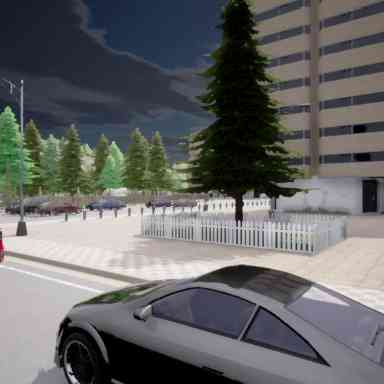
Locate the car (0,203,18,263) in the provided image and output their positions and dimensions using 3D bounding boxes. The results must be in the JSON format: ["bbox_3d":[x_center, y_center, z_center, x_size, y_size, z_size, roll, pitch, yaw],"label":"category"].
[{"bbox_3d":[-7.347,1.225,9.177,5.566,2.045,2.150,0,0,36],"label":"car"}]

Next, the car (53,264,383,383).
[{"bbox_3d":[0.344,1.564,3.746,4.181,1.385,1.994,0,0,35],"label":"car"}]

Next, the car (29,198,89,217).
[{"bbox_3d":[-12.753,1.534,32.094,1.812,1.442,4.674,0,0,35],"label":"car"}]

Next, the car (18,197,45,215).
[{"bbox_3d":[-16.218,1.362,33.573,2.097,1.767,4.553,0,0,35],"label":"car"}]

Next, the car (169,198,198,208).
[{"bbox_3d":[-0.875,1.572,48.759,1.994,1.385,4.181,0,0,35],"label":"car"}]

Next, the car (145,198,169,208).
[{"bbox_3d":[-4.955,1.573,49.382,1.994,1.385,4.181,0,0,36],"label":"car"}]

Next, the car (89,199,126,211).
[{"bbox_3d":[-10.643,1.557,41.411,2.033,1.411,5.357,0,0,35],"label":"car"}]
